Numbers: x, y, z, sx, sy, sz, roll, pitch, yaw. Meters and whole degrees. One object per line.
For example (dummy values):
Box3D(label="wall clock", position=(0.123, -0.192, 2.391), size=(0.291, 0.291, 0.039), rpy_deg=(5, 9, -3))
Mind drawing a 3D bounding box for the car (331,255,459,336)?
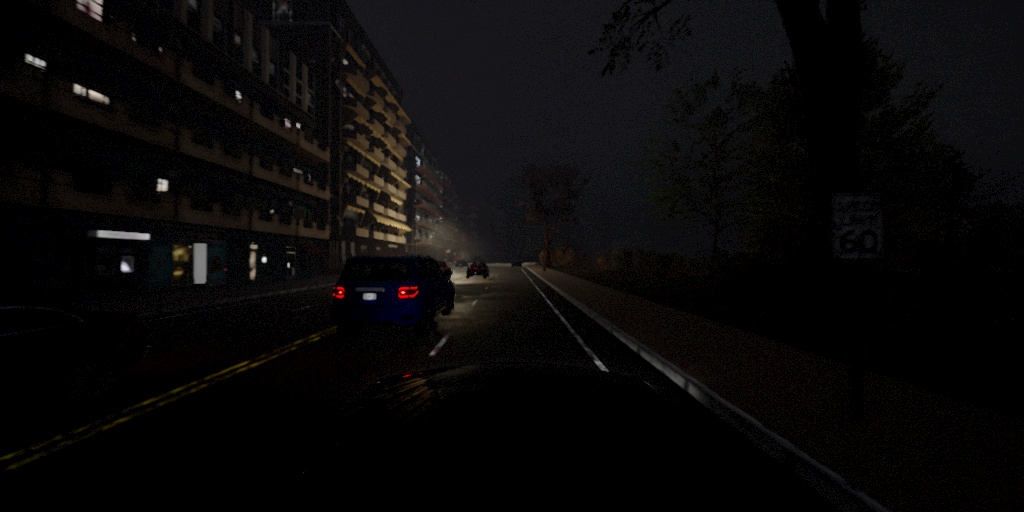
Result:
Box3D(label="car", position=(-3.152, 0.992, 10.623), size=(2.150, 2.045, 5.566), rpy_deg=(0, 0, 0))

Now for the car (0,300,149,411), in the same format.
Box3D(label="car", position=(-6.601, 1.245, 3.488), size=(2.128, 1.511, 4.902), rpy_deg=(0, 0, 0))

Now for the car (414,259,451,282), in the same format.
Box3D(label="car", position=(-6.558, 1.170, 30.188), size=(2.097, 1.767, 4.553), rpy_deg=(0, 0, 0))

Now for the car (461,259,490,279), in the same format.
Box3D(label="car", position=(-3.217, 1.321, 34.317), size=(2.128, 1.511, 4.902), rpy_deg=(0, 0, 0))
